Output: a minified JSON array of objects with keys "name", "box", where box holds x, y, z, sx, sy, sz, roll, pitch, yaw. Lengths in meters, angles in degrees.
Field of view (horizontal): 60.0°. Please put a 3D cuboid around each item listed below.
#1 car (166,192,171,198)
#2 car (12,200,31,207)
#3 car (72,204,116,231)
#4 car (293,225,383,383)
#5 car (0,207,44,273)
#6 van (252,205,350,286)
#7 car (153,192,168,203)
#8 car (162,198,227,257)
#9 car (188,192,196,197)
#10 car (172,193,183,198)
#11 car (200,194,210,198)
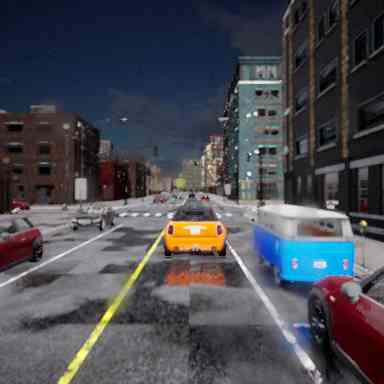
[{"name":"car","box":[-5.669,1.169,63.336,1.887,1.381,4.507,1,0,0]},{"name":"car","box":[-19.296,1.406,34.955,4.507,1.381,1.887,0,0,1]},{"name":"car","box":[-5.675,1.434,19.699,2.008,1.369,4.403,1,0,0]},{"name":"car","box":[2.706,1.419,3.469,1.967,1.590,4.097,1,0,0]},{"name":"car","box":[-5.673,1.387,8.885,1.967,1.590,4.097,1,0,0]},{"name":"van","box":[2.709,1.288,8.876,1.690,1.788,3.998,1,0,0]},{"name":"car","box":[-5.746,1.203,57.654,1.887,1.381,4.507,1,0,0]},{"name":"car","box":[0.101,1.275,12.798,2.097,1.767,4.553,0,0,0]},{"name":"car","box":[0.010,0.985,85.323,1.837,1.490,4.892,0,0,0]},{"name":"car","box":[-2.992,1.076,75.635,2.128,1.511,4.902,0,0,0]},{"name":"car","box":[2.714,1.030,69.082,1.967,1.590,4.097,1,0,0]}]
